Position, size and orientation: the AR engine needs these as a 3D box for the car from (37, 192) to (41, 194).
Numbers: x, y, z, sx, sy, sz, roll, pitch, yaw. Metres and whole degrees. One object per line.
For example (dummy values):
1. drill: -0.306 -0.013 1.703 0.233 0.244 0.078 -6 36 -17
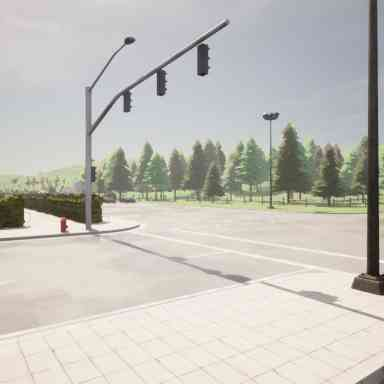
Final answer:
1. car: -29.773 1.058 65.859 2.150 2.045 5.566 0 0 -34

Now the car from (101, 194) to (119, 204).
1. car: -16.727 1.601 65.588 1.895 1.301 4.718 0 0 -34

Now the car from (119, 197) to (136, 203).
1. car: -13.095 1.601 66.495 1.895 1.301 4.718 0 0 -35

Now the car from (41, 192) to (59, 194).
1. car: -24.108 1.221 57.614 2.150 2.045 5.566 0 0 -34
